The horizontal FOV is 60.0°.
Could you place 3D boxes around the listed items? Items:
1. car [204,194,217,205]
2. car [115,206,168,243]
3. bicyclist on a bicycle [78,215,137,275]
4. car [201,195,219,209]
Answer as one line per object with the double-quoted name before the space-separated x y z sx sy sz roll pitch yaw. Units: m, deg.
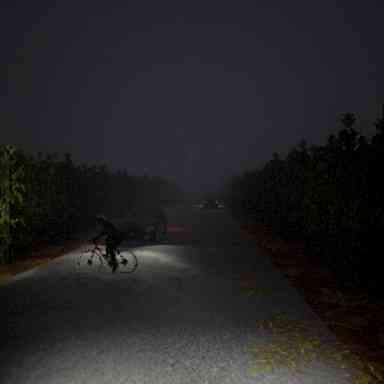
"car" 2.778 1.138 50.460 1.882 1.535 5.008 0 0 4
"car" -2.375 1.476 16.409 1.882 1.535 5.008 0 1 3
"bicyclist on a bicycle" -2.311 1.453 9.036 1.656 1.620 0.582 -1 0 3
"car" 2.264 1.269 40.849 1.812 1.442 4.674 0 1 3
